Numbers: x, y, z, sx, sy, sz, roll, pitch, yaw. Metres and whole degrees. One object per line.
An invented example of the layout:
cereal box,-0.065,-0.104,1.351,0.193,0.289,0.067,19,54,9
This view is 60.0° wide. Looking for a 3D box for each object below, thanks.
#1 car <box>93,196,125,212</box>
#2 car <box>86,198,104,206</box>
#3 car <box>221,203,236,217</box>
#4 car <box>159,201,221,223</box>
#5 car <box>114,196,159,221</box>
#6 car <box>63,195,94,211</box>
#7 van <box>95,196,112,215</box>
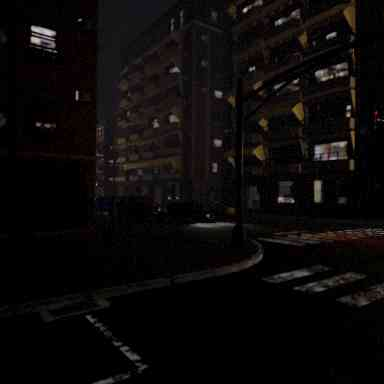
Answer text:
car,-9.699,1.351,38.603,2.097,1.767,4.553,1,-1,-35
car,-17.060,1.739,58.307,1.802,1.307,4.206,1,-1,-35
car,2.200,1.557,31.163,1.752,1.417,4.829,1,-1,-35
car,-0.256,1.447,25.273,1.837,1.490,4.892,1,0,-35
car,-4.125,1.233,26.465,2.192,1.841,5.009,1,-1,-35
car,-13.805,1.292,40.106,2.192,1.841,5.009,1,-1,-35
van,-7.352,1.278,31.012,1.690,1.788,3.998,1,-1,-35
